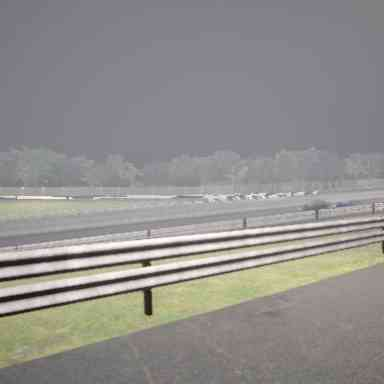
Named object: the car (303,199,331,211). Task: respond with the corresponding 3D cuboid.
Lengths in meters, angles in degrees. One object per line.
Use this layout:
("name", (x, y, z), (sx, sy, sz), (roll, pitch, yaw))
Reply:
("car", (18.807, 2.073, 50.226), (4.674, 1.442, 1.812), (-4, 2, -27))

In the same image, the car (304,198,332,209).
("car", (20.969, 1.879, 55.287), (4.181, 1.385, 1.994), (-4, 2, -27))

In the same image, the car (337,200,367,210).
("car", (23.434, 1.865, 48.681), (5.008, 1.535, 1.882), (-4, 2, -27))
